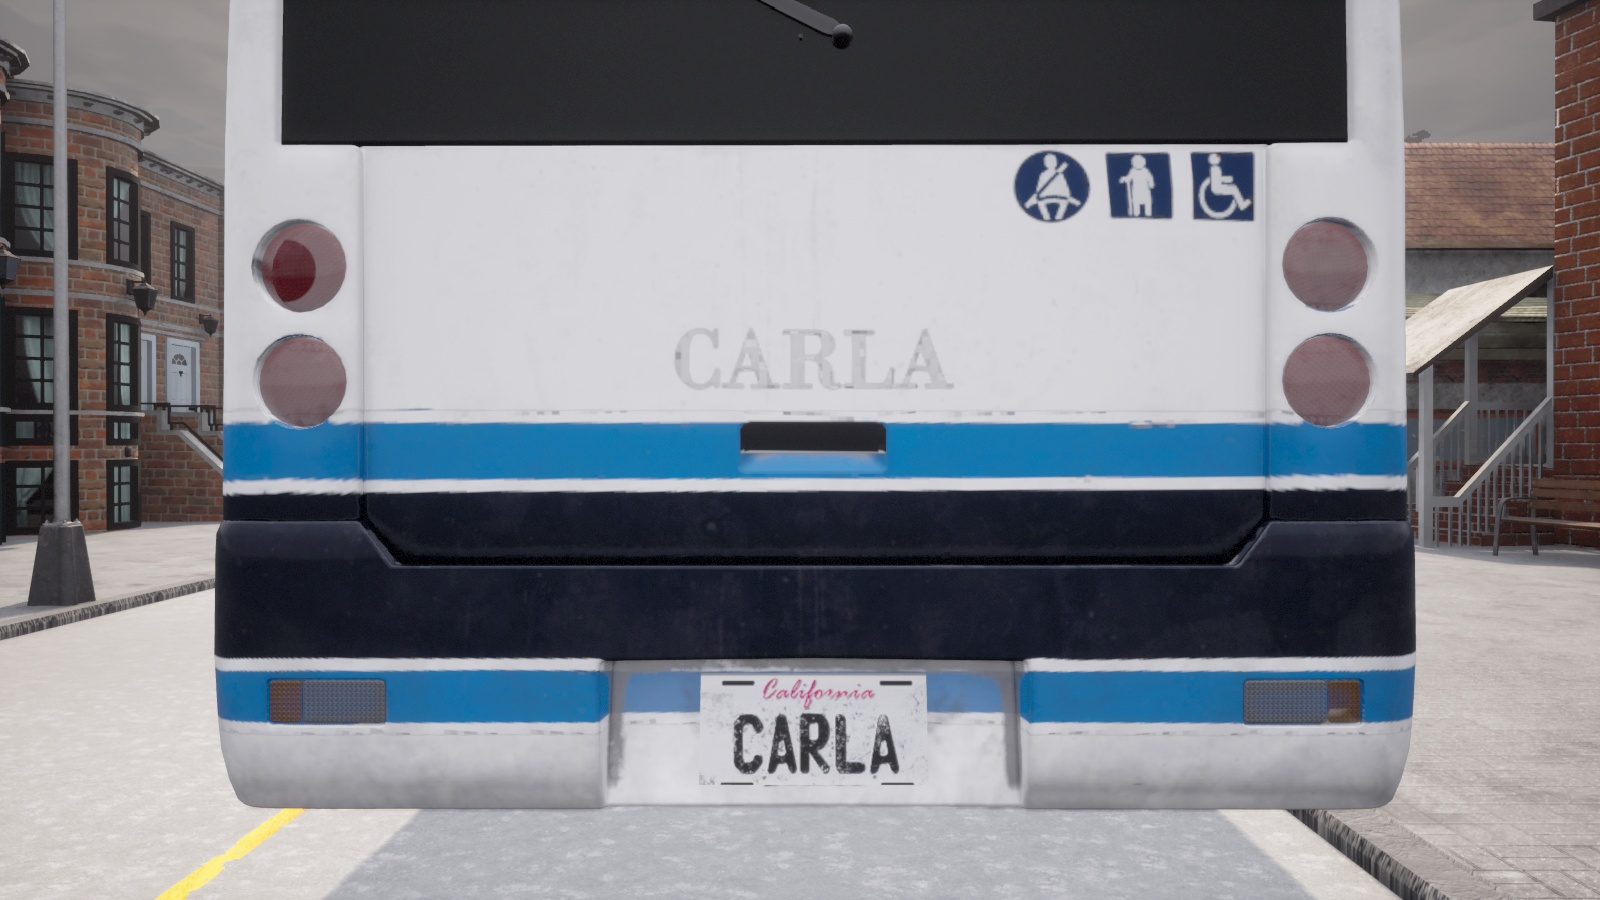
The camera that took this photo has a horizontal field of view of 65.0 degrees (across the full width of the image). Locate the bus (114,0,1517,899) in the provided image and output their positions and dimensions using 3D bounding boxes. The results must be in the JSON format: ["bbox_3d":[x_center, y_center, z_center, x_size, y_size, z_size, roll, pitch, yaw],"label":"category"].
[{"bbox_3d":[0.066,-0.679,8.669,3.944,4.253,10.273,0,0,0],"label":"bus"}]
